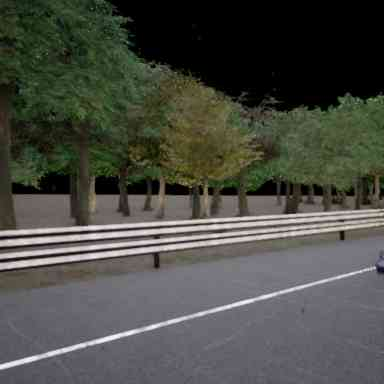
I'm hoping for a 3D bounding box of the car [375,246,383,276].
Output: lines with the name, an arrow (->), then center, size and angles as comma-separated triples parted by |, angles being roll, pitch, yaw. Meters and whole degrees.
car -> 6.943, 1.575, 8.803 | 5.357, 1.411, 2.033 | 0, 0, -35
